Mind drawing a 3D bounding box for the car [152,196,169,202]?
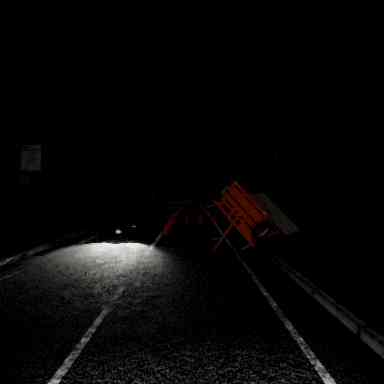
[{"bbox_3d":[-8.934,1.920,94.886,4.553,1.767,2.185,0,-1,0],"label":"car"}]

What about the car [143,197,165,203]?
[{"bbox_3d":[-8.909,1.869,78.066,4.792,1.488,2.163,0,-1,0],"label":"car"}]

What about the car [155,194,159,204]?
[{"bbox_3d":[-8.849,1.633,58.448,5.008,1.535,2.097,0,-1,0],"label":"car"}]

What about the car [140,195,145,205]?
[{"bbox_3d":[-8.849,1.490,41.628,4.892,1.521,2.231,0,0,0],"label":"car"}]

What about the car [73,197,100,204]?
[{"bbox_3d":[-21.943,1.740,69.454,5.008,1.535,2.097,0,-1,0],"label":"car"}]

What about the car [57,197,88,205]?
[{"bbox_3d":[-21.908,1.688,61.099,4.792,1.488,2.163,0,-1,0],"label":"car"}]

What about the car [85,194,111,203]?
[{"bbox_3d":[-21.931,1.584,77.687,5.566,2.045,2.435,0,-1,0],"label":"car"}]

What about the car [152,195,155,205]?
[{"bbox_3d":[-8.842,1.584,52.842,4.892,1.521,2.231,0,-1,0],"label":"car"}]

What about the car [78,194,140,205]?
[{"bbox_3d":[-8.873,1.207,36.025,5.566,2.045,2.435,0,0,0],"label":"car"}]

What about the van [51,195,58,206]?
[{"bbox_3d":[-22.040,1.306,47.174,4.442,1.987,1.878,0,0,0],"label":"van"}]

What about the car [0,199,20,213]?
[{"bbox_3d":[-21.930,1.458,36.036,5.008,1.535,2.097,0,0,0],"label":"car"}]

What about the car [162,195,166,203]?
[{"bbox_3d":[-8.868,1.772,72.464,5.008,1.535,2.097,0,-1,0],"label":"car"}]

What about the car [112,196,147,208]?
[{"bbox_3d":[-8.812,1.407,47.235,4.553,1.767,2.185,0,-1,0],"label":"car"}]

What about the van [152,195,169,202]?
[{"bbox_3d":[-8.782,1.785,92.085,4.442,1.987,1.878,0,-1,0],"label":"van"}]

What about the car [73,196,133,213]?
[{"bbox_3d":[-8.841,1.449,33.223,4.892,1.521,2.231,0,0,0],"label":"car"}]

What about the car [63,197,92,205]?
[{"bbox_3d":[-21.970,1.713,63.884,4.792,1.488,2.163,0,-1,0],"label":"car"}]

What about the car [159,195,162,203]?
[{"bbox_3d":[-8.886,1.408,61.254,5.566,2.045,2.435,0,-1,0],"label":"car"}]

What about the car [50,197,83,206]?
[{"bbox_3d":[-21.928,1.633,58.315,5.008,1.535,2.097,0,-1,0],"label":"car"}]

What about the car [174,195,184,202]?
[{"bbox_3d":[-3.247,2.004,90.875,1.882,1.535,5.008,0,-1,0],"label":"car"}]

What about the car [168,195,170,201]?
[{"bbox_3d":[-8.862,1.972,86.475,4.792,1.488,2.163,0,-1,0],"label":"car"}]

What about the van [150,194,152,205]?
[{"bbox_3d":[-8.729,1.332,50.040,4.442,1.987,1.878,0,-1,0],"label":"van"}]

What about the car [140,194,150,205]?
[{"bbox_3d":[-8.871,1.259,44.435,5.566,2.045,2.435,0,0,0],"label":"car"}]

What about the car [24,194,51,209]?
[{"bbox_3d":[-21.892,1.384,44.392,4.553,1.767,2.185,0,0,0],"label":"car"}]

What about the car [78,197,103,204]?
[{"bbox_3d":[-21.949,1.809,72.114,4.674,1.452,2.002,0,-1,0],"label":"car"}]

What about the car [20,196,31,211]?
[{"bbox_3d":[-21.926,1.513,38.823,4.674,1.452,2.002,0,0,0],"label":"car"}]

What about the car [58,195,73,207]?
[{"bbox_3d":[-21.925,1.623,52.743,4.674,1.452,2.002,0,-1,0],"label":"car"}]

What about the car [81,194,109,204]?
[{"bbox_3d":[-21.927,1.551,75.025,5.566,2.045,2.435,0,-1,0],"label":"car"}]

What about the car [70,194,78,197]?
[{"bbox_3d":[-21.745,1.605,55.529,5.366,1.575,1.946,0,-1,0],"label":"car"}]

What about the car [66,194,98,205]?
[{"bbox_3d":[-21.917,1.459,66.670,5.566,2.045,2.435,0,-1,0],"label":"car"}]

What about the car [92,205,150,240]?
[{"bbox_3d":[-3.249,1.549,16.598,1.994,1.385,4.181,0,0,0],"label":"car"}]

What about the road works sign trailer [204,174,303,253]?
[{"bbox_3d":[2.367,1.056,12.618,3.560,2.880,2.380,-5,45,-44],"label":"road works sign trailer"}]
